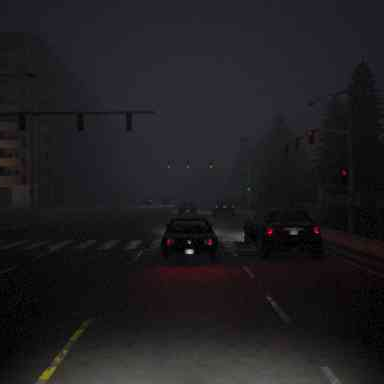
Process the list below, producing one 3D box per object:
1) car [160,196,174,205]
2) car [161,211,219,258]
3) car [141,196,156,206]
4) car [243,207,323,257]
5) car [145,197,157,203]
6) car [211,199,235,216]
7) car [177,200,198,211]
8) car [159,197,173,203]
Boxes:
[{"bbox_3d":[-4.545,1.545,62.020,2.097,1.767,4.553,0,0,0],"label":"car"},{"bbox_3d":[-0.105,1.640,12.900,1.895,1.301,4.718,0,0,-1],"label":"car"},{"bbox_3d":[-8.036,1.548,60.725,2.097,1.767,4.553,0,0,0],"label":"car"},{"bbox_3d":[3.387,1.385,13.247,2.097,1.767,4.553,0,0,-1],"label":"car"},{"bbox_3d":[-9.449,1.785,76.155,2.033,1.411,5.357,0,0,-16],"label":"car"},{"bbox_3d":[3.052,1.445,33.534,2.097,1.767,4.553,0,0,-1],"label":"car"},{"bbox_3d":[-0.453,1.600,33.760,2.128,1.511,4.902,0,0,-1],"label":"car"},{"bbox_3d":[-6.094,1.780,77.149,2.033,1.411,5.357,0,0,-16],"label":"car"}]
